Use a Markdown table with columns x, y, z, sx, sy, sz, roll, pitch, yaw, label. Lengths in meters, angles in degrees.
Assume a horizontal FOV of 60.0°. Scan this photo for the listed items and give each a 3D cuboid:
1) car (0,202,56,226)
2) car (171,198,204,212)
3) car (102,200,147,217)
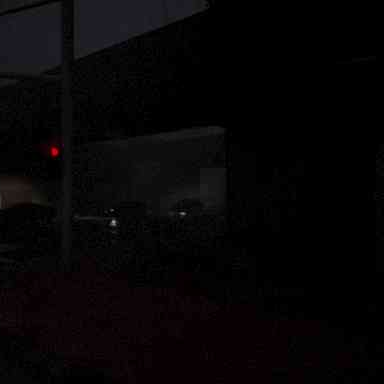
| x | y | z | sx | sy | sz | roll | pitch | yaw | label |
| --- | --- | --- | --- | --- | --- | --- | --- | --- | --- |
| -12.318 | 1.523 | 23.892 | 1.882 | 1.535 | 5.008 | 0 | 0 | 36 | car |
| -0.484 | 1.523 | 40.324 | 1.882 | 1.535 | 5.008 | 0 | 0 | 36 | car |
| -6.408 | 1.550 | 32.103 | 1.837 | 1.490 | 4.892 | 0 | 0 | 36 | car |
